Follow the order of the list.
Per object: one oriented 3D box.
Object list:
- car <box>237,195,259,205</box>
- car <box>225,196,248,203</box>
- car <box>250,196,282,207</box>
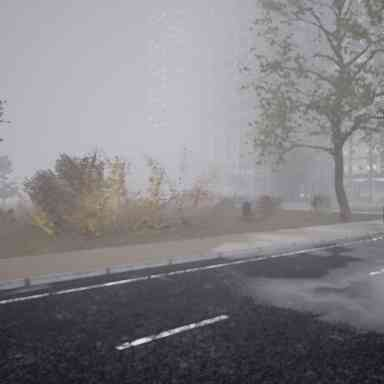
[{"bbox_3d":[8.019,1.187,50.181,2.097,1.767,4.553,1,0,-34],"label":"car"},{"bbox_3d":[8.849,1.470,66.638,1.812,1.442,4.674,1,0,-34],"label":"car"},{"bbox_3d":[11.304,1.357,51.112,1.882,1.535,5.008,1,0,-34],"label":"car"}]
